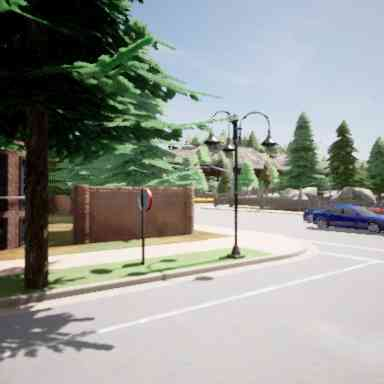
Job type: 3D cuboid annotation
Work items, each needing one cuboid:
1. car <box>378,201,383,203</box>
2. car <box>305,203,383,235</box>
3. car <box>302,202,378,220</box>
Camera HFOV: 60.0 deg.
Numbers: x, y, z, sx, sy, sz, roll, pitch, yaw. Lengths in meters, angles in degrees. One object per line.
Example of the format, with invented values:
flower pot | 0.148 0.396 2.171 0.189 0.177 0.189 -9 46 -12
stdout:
car | 14.575 1.501 25.803 2.097 1.767 4.553 0 0 -38
car | 9.792 1.597 20.219 1.882 1.535 5.008 0 0 -38
car | 10.748 1.612 25.028 1.882 1.535 5.008 0 0 -38
